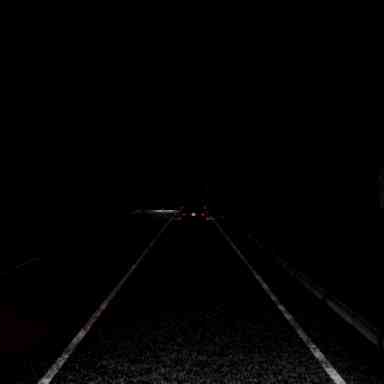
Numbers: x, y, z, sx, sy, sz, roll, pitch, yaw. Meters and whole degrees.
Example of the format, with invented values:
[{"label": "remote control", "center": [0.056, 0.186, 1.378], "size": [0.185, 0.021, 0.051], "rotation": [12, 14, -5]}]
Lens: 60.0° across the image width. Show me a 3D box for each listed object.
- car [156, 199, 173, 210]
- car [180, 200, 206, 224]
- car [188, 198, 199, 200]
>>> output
[{"label": "car", "center": [-3.526, 1.607, 43.477], "size": [2.033, 1.411, 5.357], "rotation": [0, 0, 1]}, {"label": "car", "center": [0.094, 1.581, 25.071], "size": [2.033, 1.411, 5.357], "rotation": [0, 0, 0]}, {"label": "car", "center": [0.159, 1.546, 42.781], "size": [2.128, 1.511, 4.902], "rotation": [0, 0, 1]}]
